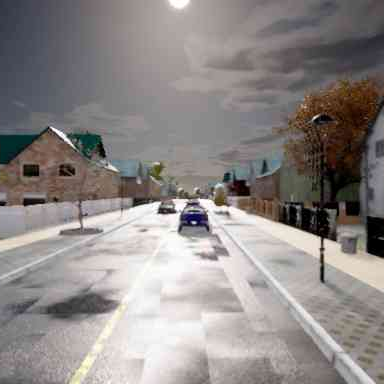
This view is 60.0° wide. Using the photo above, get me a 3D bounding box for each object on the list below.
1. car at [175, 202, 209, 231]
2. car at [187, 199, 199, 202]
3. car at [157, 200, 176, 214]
[{"bbox_3d":[0.116,1.564,21.027,1.812,1.442,4.674,0,0,0],"label":"car"},{"bbox_3d":[0.129,1.640,41.609,1.812,1.442,4.674,0,0,0],"label":"car"},{"bbox_3d":[-2.737,1.643,37.045,2.033,1.411,5.357,0,0,0],"label":"car"}]
